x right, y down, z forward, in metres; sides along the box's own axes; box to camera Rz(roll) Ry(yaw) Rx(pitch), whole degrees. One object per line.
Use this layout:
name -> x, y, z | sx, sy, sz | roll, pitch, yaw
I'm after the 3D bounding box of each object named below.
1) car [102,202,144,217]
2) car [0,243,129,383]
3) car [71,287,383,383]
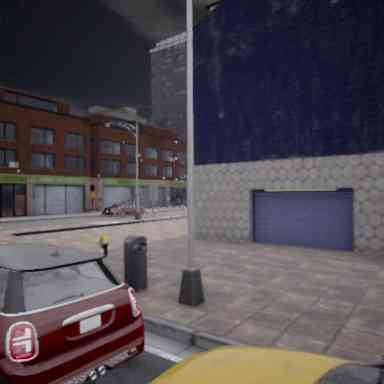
car -> -6.535, 1.601, 31.802 | 1.994, 1.385, 4.181 | -1, 0, 36
car -> -2.676, 1.452, 4.721 | 4.097, 1.590, 1.967 | 0, 0, 35
car -> 1.644, 1.524, 1.644 | 4.829, 1.417, 1.752 | 0, 0, 35
